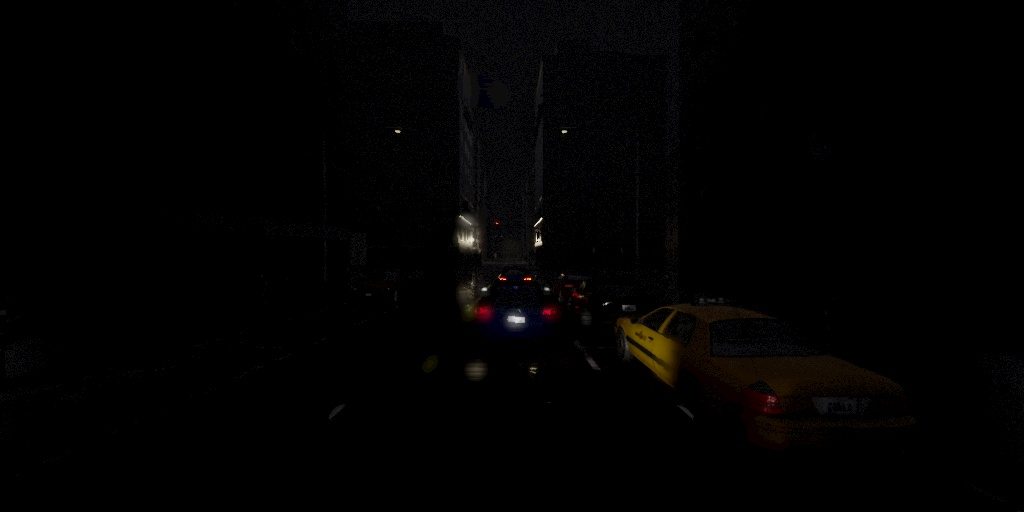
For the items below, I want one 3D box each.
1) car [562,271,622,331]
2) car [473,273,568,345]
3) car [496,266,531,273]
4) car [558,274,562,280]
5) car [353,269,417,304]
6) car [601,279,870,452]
[{"bbox_3d":[2.874,1.313,10.851,1.948,1.339,4.313,0,0,0],"label":"car"},{"bbox_3d":[0.100,1.312,9.535,1.994,1.385,4.181,0,0,0],"label":"car"},{"bbox_3d":[0.103,1.270,19.549,1.812,1.442,4.674,0,0,-2],"label":"car"},{"bbox_3d":[2.875,1.327,16.436,1.802,1.307,4.207,0,0,0],"label":"car"},{"bbox_3d":[-5.670,1.290,16.434,1.888,1.381,4.507,0,0,0],"label":"car"},{"bbox_3d":[2.874,1.274,5.434,1.751,1.417,4.829,0,0,0],"label":"car"}]
